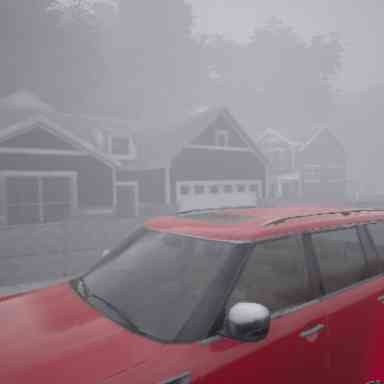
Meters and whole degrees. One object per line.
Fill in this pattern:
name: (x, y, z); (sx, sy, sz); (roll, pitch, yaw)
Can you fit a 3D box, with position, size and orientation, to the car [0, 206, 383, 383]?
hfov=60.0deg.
car: (0.358, 1.210, 3.325); (5.566, 2.045, 2.150); (0, 0, -35)
